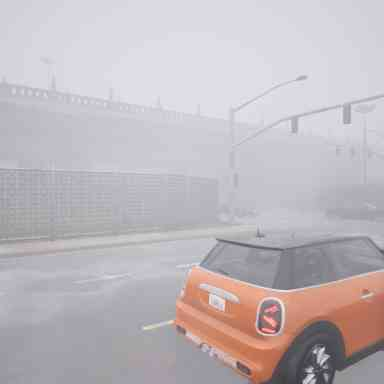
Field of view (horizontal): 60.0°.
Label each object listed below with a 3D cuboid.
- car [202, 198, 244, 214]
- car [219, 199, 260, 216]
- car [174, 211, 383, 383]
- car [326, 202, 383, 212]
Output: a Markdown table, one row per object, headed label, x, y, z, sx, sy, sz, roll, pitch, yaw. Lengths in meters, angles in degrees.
| label | x | y | z | sx | sy | sz | roll | pitch | yaw |
| --- | --- | --- | --- | --- | --- | --- | --- | --- | --- |
| car | 3.363 | 1.533 | 37.314 | 1.882 | 1.535 | 5.008 | 0 | 0 | -36 |
| car | 4.005 | 1.547 | 30.392 | 2.128 | 1.511 | 4.902 | 0 | 0 | -36 |
| car | 2.045 | 1.352 | 5.245 | 4.553 | 1.767 | 2.097 | 0 | 0 | -35 |
| car | 12.815 | 1.507 | 25.388 | 5.008 | 1.535 | 1.882 | -1 | 0 | 43 |
